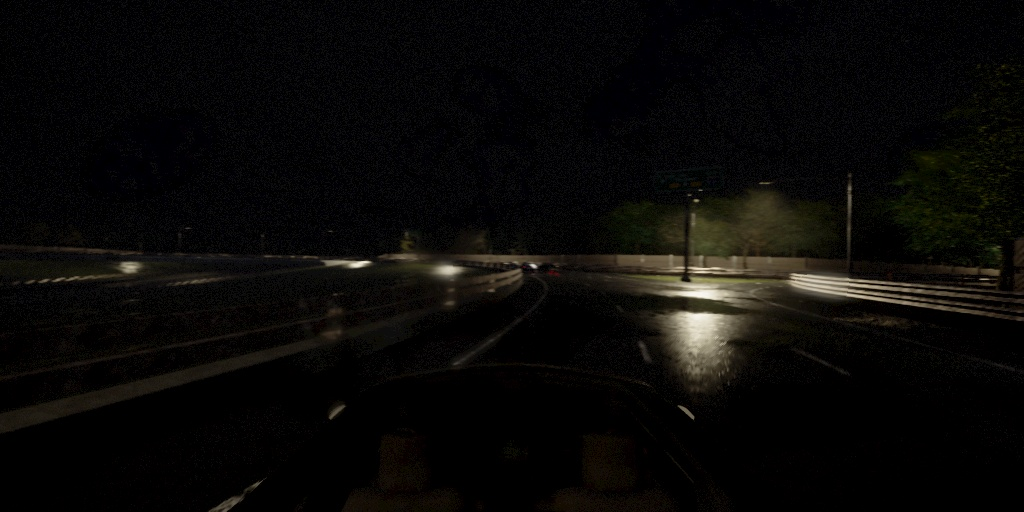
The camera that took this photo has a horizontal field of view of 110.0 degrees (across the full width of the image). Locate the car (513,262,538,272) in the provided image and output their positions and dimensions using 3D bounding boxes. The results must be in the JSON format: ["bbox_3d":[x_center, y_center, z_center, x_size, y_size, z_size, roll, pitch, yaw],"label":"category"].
[{"bbox_3d":[2.083,1.814,56.234,1.994,1.385,4.181,1,0,-15],"label":"car"}]

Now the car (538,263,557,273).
[{"bbox_3d":[5.545,1.826,56.766,2.128,1.511,4.902,1,0,-15],"label":"car"}]
